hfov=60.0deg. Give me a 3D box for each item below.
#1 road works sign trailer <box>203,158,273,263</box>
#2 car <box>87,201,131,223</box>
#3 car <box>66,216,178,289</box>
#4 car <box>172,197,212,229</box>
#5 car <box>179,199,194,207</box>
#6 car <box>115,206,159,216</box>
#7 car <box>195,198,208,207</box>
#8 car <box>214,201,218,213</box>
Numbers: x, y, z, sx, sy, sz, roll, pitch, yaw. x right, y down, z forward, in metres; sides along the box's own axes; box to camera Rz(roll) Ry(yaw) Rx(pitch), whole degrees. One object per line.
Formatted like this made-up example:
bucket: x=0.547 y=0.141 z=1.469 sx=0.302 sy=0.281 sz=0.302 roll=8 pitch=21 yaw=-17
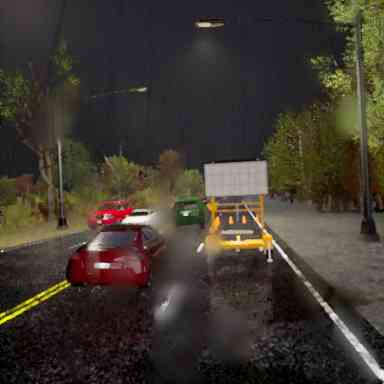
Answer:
road works sign trailer: x=1.714 y=0.578 z=12.623 sx=2.380 sy=3.560 sz=2.880 roll=-3 pitch=0 yaw=7
car: x=-6.404 y=1.810 z=26.843 sx=2.150 sy=2.045 sz=5.566 roll=-3 pitch=0 yaw=7
car: x=-1.769 y=1.600 z=9.352 sx=1.994 sy=1.385 sz=4.181 roll=0 pitch=0 yaw=6
car: x=-0.051 y=1.452 z=24.182 sx=2.150 sy=2.045 sz=5.566 roll=-7 pitch=1 yaw=7
car: x=-1.052 y=2.128 z=66.831 sx=2.033 sy=1.411 sz=5.357 roll=-3 pitch=0 yaw=8
car: x=-3.532 y=1.959 z=23.474 sx=1.812 sy=1.442 sz=4.674 roll=-3 pitch=0 yaw=7
car: x=1.850 y=1.959 z=64.255 sx=1.812 sy=1.442 sz=4.674 roll=-3 pitch=0 yaw=8
car: x=2.149 y=1.760 z=40.723 sx=1.882 sy=1.535 sz=5.008 roll=-3 pitch=0 yaw=7
